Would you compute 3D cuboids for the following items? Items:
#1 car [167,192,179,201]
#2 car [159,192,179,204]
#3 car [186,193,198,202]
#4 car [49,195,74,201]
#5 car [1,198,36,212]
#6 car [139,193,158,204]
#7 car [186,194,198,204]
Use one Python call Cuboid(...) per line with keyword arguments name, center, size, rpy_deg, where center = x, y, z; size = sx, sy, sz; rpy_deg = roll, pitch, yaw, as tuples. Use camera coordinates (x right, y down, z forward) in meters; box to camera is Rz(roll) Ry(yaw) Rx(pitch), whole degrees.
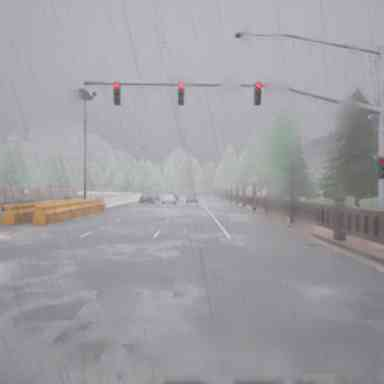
Cuboid(name="car", center=(-3.507, 0.816, 62.725), size=(2.097, 1.767, 4.553), rpy_deg=(0, 0, 0))
Cuboid(name="car", center=(-3.417, 1.097, 50.147), size=(1.812, 1.442, 4.674), rpy_deg=(0, 1, 1))
Cuboid(name="car", center=(-0.007, 1.012, 62.515), size=(2.033, 1.411, 5.357), rpy_deg=(0, 0, 0))
Cuboid(name="car", center=(-17.541, 1.164, 44.787), size=(2.033, 1.411, 5.357), rpy_deg=(0, 0, 1))
Cuboid(name="car", center=(-17.577, 1.307, 34.386), size=(1.895, 1.301, 4.718), rpy_deg=(0, 0, 0))
Cuboid(name="car", center=(-7.006, 0.903, 52.479), size=(2.097, 1.767, 4.553), rpy_deg=(0, 0, 0))
Cuboid(name="car", center=(-0.006, 1.102, 52.095), size=(2.033, 1.411, 5.357), rpy_deg=(0, 0, 0))
